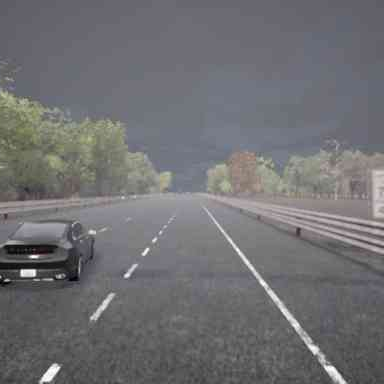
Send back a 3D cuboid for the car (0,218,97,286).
[{"bbox_3d":[-3.939,1.523,9.519,1.837,1.490,4.892,1,-1,-10],"label":"car"}]
